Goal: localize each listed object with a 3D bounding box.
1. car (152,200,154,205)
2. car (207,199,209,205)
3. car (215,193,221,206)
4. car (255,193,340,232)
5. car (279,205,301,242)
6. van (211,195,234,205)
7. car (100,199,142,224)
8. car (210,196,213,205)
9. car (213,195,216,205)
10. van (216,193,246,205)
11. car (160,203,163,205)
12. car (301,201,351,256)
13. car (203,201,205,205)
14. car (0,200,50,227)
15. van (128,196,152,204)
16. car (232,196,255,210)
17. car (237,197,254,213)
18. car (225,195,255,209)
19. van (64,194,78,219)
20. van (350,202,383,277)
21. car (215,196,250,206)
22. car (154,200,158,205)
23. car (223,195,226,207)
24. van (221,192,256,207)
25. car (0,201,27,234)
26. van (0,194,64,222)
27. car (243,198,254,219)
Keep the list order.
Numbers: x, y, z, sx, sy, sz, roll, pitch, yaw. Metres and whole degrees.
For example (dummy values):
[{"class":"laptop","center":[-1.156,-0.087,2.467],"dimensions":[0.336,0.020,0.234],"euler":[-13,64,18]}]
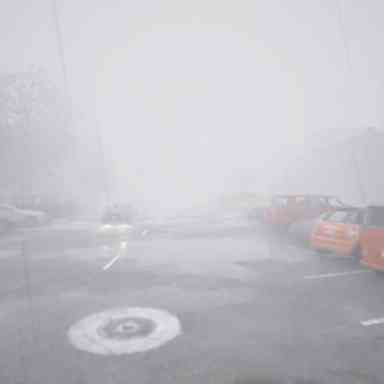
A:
[{"class":"car","center":[-11.668,2.172,74.891],"dimensions":[4.553,1.767,2.185],"euler":[1,-4,-21]},{"class":"car","center":[6.271,1.812,66.946],"dimensions":[5.008,1.535,2.097],"euler":[2,-3,-21]},{"class":"car","center":[6.232,1.325,43.463],"dimensions":[5.366,1.575,1.946],"euler":[1,0,-20]},{"class":"car","center":[6.446,1.145,17.140],"dimensions":[5.566,2.045,2.435],"euler":[1,0,-20]},{"class":"car","center":[6.419,1.448,14.192],"dimensions":[4.674,1.452,2.002],"euler":[1,1,-20]},{"class":"van","center":[6.347,1.741,69.926],"dimensions":[4.442,1.987,1.878],"euler":[2,-4,-21]},{"class":"car","center":[-5.071,1.453,23.680],"dimensions":[1.994,1.385,4.181],"euler":[0,0,0]},{"class":"car","center":[6.342,1.485,58.176],"dimensions":[4.892,1.521,2.231],"euler":[1,-2,-20]},{"class":"car","center":[6.374,1.074,46.454],"dimensions":[5.566,2.045,2.435],"euler":[1,0,-20]},{"class":"van","center":[6.464,1.191,55.300],"dimensions":[4.442,1.987,1.878],"euler":[1,-2,-20]},{"class":"car","center":[-11.719,3.588,92.873],"dimensions":[5.366,1.575,1.946],"euler":[1,-5,-21]},{"class":"car","center":[6.389,1.295,11.253],"dimensions":[4.553,1.767,2.185],"euler":[1,0,-20]},{"class":"car","center":[5.911,3.582,93.277],"dimensions":[4.892,1.521,2.231],"euler":[2,-5,-21]},{"class":"car","center":[-11.401,1.426,20.165],"dimensions":[4.674,1.452,2.002],"euler":[-1,0,-20]},{"class":"van","center":[-11.492,1.884,71.962],"dimensions":[4.442,1.987,1.878],"euler":[1,-3,-21]},{"class":"car","center":[6.592,1.360,28.927],"dimensions":[5.366,1.575,1.946],"euler":[1,0,-20]},{"class":"car","center":[6.385,1.398,25.922],"dimensions":[4.792,1.488,2.163],"euler":[1,0,-20]},{"class":"car","center":[6.593,1.348,34.788],"dimensions":[5.366,1.575,1.946],"euler":[1,0,-20]},{"class":"van","center":[-11.290,1.142,26.093],"dimensions":[4.442,1.987,1.878],"euler":[-1,0,-20]},{"class":"van","center":[6.528,1.212,8.371],"dimensions":[4.442,1.987,1.878],"euler":[1,0,-20]},{"class":"car","center":[6.361,1.365,52.332],"dimensions":[4.892,1.521,2.231],"euler":[1,-2,-20]},{"class":"car","center":[-11.655,2.248,77.913],"dimensions":[5.566,2.045,2.435],"euler":[1,-4,-21]},{"class":"car","center":[6.443,1.372,37.671],"dimensions":[4.792,1.488,2.163],"euler":[1,0,-20]},{"class":"van","center":[6.306,1.109,40.547],"dimensions":[4.442,1.987,1.878],"euler":[1,0,-20]},{"class":"car","center":[-11.398,1.437,17.219],"dimensions":[4.674,1.452,2.002],"euler":[-1,0,-20]},{"class":"van","center":[-11.507,1.153,23.060],"dimensions":[4.442,1.987,1.878],"euler":[-1,0,-20]},{"class":"car","center":[6.410,1.378,22.995],"dimensions":[4.892,1.521,2.231],"euler":[1,0,-20]}]
